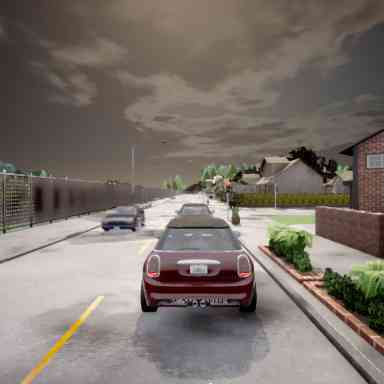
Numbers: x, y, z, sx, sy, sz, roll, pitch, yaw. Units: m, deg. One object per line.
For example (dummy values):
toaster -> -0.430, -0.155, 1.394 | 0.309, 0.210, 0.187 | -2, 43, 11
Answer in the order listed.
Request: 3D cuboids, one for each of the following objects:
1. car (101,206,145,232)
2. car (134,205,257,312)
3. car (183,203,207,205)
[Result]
car -> -3.980, 1.548, 20.369 | 2.033, 1.411, 5.357 | 0, 0, 1
car -> 0.119, 1.352, 7.853 | 2.097, 1.767, 4.553 | 0, 0, 0
car -> 0.149, 1.352, 17.550 | 2.097, 1.767, 4.553 | 0, 0, 0
